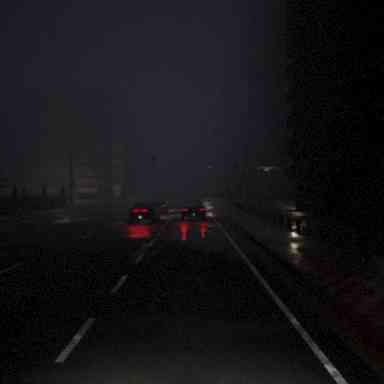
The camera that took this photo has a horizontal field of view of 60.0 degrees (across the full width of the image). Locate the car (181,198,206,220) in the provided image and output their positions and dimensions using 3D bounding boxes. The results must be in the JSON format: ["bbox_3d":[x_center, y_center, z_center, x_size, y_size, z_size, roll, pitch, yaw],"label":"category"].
[{"bbox_3d":[0.127,1.408,26.267,1.812,1.442,4.674,0,0,0],"label":"car"}]

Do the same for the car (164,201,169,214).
[{"bbox_3d":[-3.367,1.415,33.167,1.994,1.385,4.181,0,0,0],"label":"car"}]

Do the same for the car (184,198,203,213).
[{"bbox_3d":[0.133,1.369,35.117,1.812,1.442,4.674,0,0,0],"label":"car"}]

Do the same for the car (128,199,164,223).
[{"bbox_3d":[-3.378,1.396,24.255,1.837,1.490,4.892,0,0,0],"label":"car"}]
